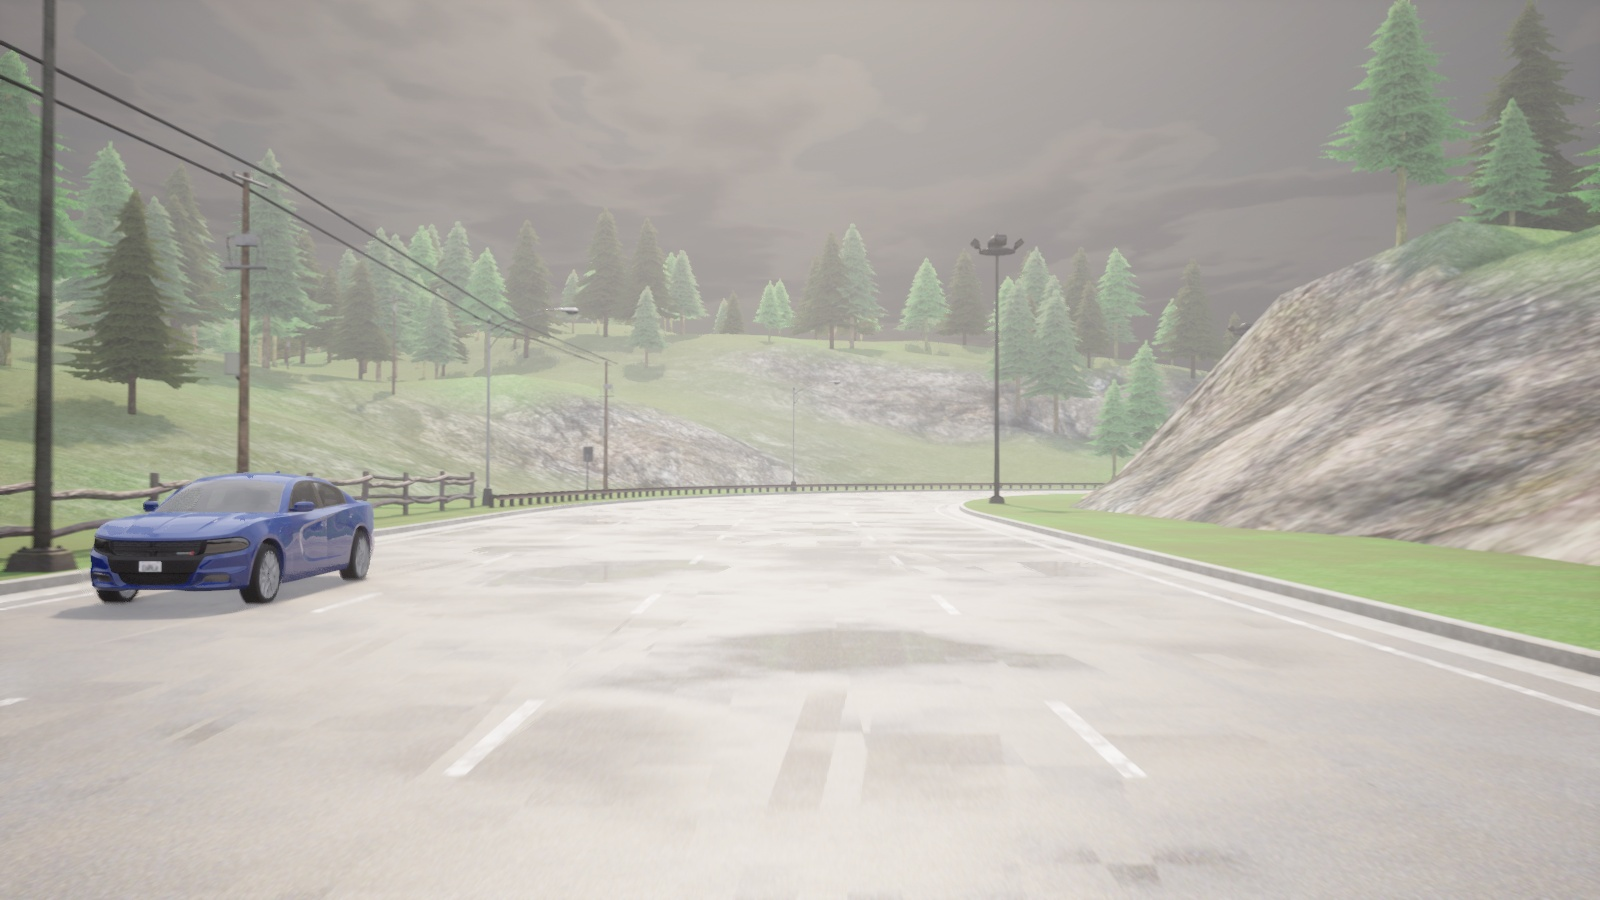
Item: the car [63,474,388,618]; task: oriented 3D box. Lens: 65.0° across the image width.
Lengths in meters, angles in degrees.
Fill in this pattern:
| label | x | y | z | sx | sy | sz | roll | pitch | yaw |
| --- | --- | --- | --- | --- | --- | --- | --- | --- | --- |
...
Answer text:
| label | x | y | z | sx | sy | sz | roll | pitch | yaw |
| --- | --- | --- | --- | --- | --- | --- | --- | --- | --- |
| car | -7.038 | 1.090 | 16.099 | 1.882 | 1.535 | 5.008 | 0 | -1 | 0 |
